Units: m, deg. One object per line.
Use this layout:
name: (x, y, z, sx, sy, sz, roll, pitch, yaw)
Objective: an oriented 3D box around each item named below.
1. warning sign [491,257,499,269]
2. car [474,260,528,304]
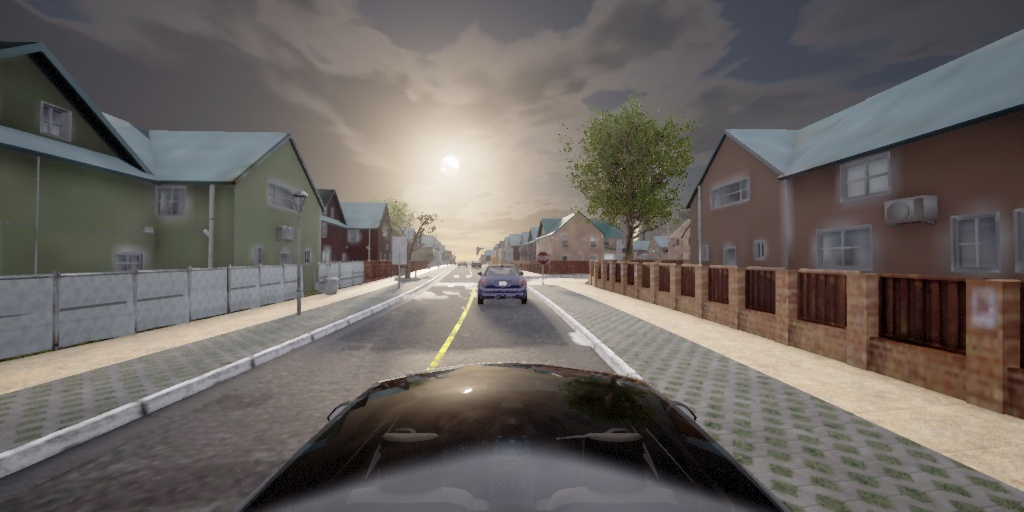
warning sign: (-2.653, 1.104, 56.388, 1.300, 1.860, 1.060, 0, 0, -7)
car: (-0.513, 1.142, 16.594, 2.097, 1.767, 4.553, 0, 0, -4)
